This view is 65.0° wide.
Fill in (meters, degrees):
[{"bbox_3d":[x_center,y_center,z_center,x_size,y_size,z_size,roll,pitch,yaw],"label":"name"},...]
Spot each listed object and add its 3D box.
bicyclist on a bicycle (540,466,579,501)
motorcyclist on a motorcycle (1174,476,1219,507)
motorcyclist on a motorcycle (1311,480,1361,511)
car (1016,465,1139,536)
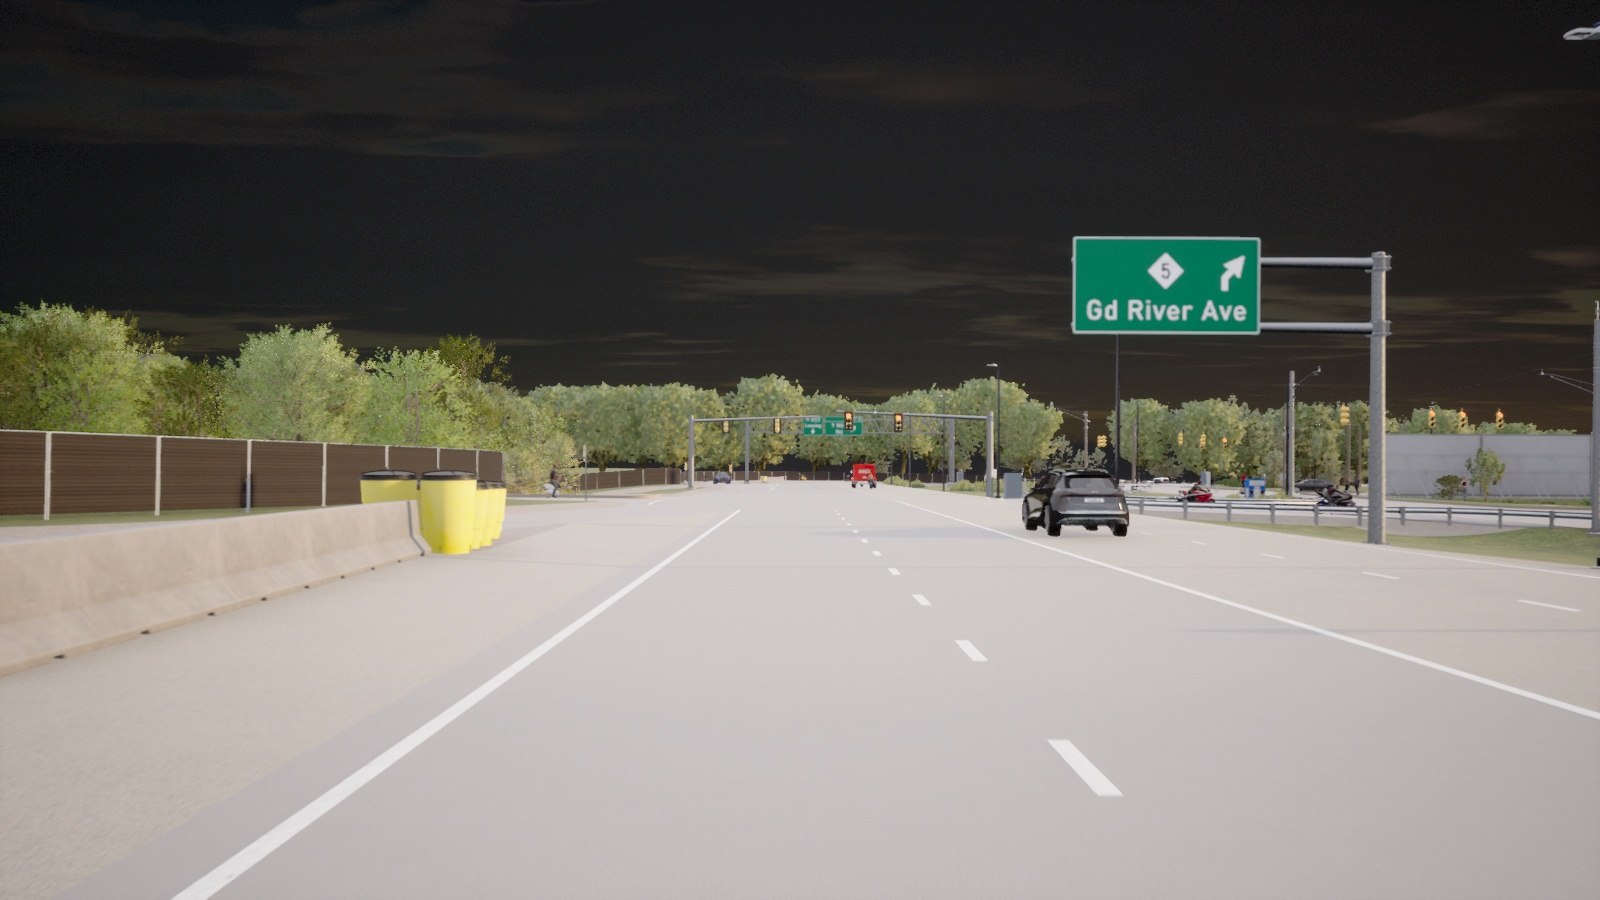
[{"bbox_3d":[-12.320,1.699,64.299,1.843,1.776,0.659,0,-1,-1],"label":"bicyclist on a bicycle"},{"bbox_3d":[20.333,2.146,64.451,2.044,1.523,0.797,1,-1,0],"label":"motorcyclist on a motorcycle"},{"bbox_3d":[27.546,2.343,64.559,2.191,1.530,0.866,-1,-1,-2],"label":"motorcyclist on a motorcycle"},{"bbox_3d":[6.922,1.231,31.905,2.033,1.649,4.856,0,-1,0],"label":"car"}]
